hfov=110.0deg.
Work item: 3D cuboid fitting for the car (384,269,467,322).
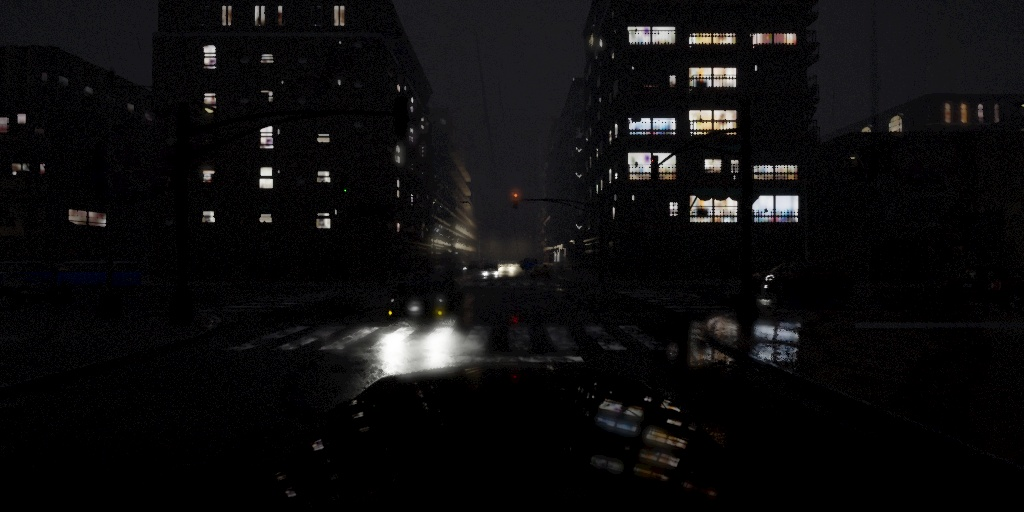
[{"bbox_3d":[-2.776,1.317,12.230,1.994,1.385,4.181,0,0,0],"label":"car"}]

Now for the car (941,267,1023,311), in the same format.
[{"bbox_3d":[18.660,1.102,13.132,4.097,1.591,1.967,0,0,1],"label":"car"}]

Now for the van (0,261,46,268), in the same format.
[{"bbox_3d":[-30.452,1.200,21.653,3.998,1.789,1.690,0,0,1],"label":"van"}]

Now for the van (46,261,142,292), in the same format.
[{"bbox_3d":[-24.858,1.189,21.580,3.998,1.789,1.690,0,0,1],"label":"van"}]

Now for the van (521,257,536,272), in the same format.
[{"bbox_3d":[2.483,1.116,47.388,1.690,1.789,3.998,0,0,0],"label":"van"}]

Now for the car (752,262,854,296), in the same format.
[{"bbox_3d":[14.708,1.091,18.610,4.553,1.767,2.097,0,-1,1],"label":"car"}]

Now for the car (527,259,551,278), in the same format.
[{"bbox_3d":[2.615,1.287,33.555,1.751,1.417,4.829,0,0,0],"label":"car"}]

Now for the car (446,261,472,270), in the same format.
[{"bbox_3d":[-5.531,1.315,35.990,2.007,1.370,4.403,0,0,0],"label":"car"}]

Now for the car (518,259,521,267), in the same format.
[{"bbox_3d":[2.436,1.096,53.041,2.192,1.841,5.009,0,0,0],"label":"car"}]

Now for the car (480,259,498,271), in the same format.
[{"bbox_3d":[-2.871,1.370,49.391,1.895,1.301,4.718,0,0,0],"label":"car"}]

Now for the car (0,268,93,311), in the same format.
[{"bbox_3d":[-19.367,1.290,13.628,4.403,1.370,2.007,0,0,1],"label":"car"}]

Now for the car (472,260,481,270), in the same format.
[{"bbox_3d":[-5.444,1.363,52.963,1.802,1.307,4.207,0,0,0],"label":"car"}]
